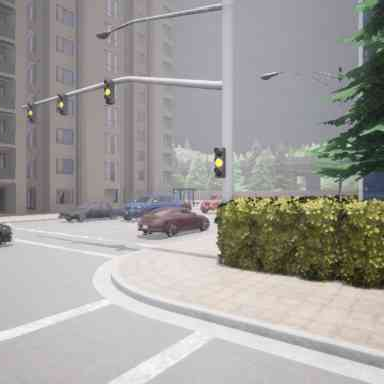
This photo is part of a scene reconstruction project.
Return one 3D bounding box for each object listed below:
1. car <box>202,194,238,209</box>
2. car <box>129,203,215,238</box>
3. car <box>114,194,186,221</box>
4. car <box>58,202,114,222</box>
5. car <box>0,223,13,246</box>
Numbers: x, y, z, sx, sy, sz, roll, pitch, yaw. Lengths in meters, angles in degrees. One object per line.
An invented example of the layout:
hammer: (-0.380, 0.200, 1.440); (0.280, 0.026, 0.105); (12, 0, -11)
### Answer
car: (3.119, 1.221, 35.551); (2.150, 2.045, 5.566); (0, 0, 36)
car: (-0.898, 1.526, 17.907); (1.812, 1.442, 4.674); (0, 0, 36)
car: (-3.225, 1.221, 26.916); (2.150, 2.045, 5.566); (0, 0, 36)
car: (-7.847, 1.547, 26.530); (2.033, 1.411, 5.357); (0, 0, 36)
car: (-9.310, 1.505, 12.340); (1.837, 1.490, 4.892); (0, 0, 36)
